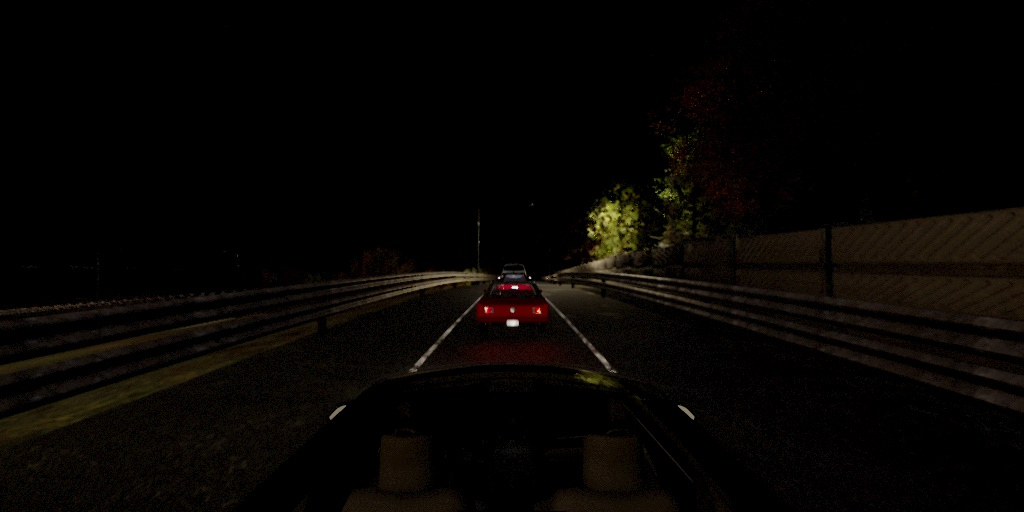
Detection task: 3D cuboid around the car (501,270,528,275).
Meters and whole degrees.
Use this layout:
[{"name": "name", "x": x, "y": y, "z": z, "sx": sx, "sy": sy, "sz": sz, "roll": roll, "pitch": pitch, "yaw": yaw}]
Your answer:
[{"name": "car", "x": 0.149, "y": 1.596, "z": 19.617, "sx": 1.994, "sy": 1.385, "sz": 4.181, "roll": 0, "pitch": -2, "yaw": 0}]

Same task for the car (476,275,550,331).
[{"name": "car", "x": 0.025, "y": 1.427, "z": 11.209, "sx": 1.895, "sy": 1.301, "sz": 4.718, "roll": 0, "pitch": -1, "yaw": 0}]

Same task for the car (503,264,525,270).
[{"name": "car", "x": 0.206, "y": 1.756, "z": 31.216, "sx": 2.150, "sy": 2.045, "sz": 5.566, "roll": 0, "pitch": -3, "yaw": 1}]
